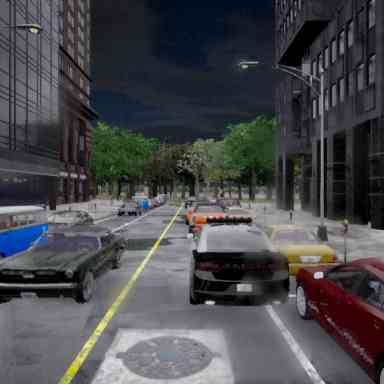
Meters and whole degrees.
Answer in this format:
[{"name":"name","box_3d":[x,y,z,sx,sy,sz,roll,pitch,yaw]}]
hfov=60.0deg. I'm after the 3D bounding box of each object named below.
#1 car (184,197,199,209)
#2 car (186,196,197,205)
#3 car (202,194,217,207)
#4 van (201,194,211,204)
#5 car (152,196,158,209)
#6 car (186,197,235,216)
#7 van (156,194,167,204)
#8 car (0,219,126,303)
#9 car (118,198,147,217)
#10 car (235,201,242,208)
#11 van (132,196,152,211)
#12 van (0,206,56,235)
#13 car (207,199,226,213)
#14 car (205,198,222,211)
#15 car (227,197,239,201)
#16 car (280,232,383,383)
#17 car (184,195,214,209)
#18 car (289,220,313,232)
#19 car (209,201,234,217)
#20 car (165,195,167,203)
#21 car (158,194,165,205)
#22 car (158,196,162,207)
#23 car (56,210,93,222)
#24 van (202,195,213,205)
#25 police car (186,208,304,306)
[{"name":"car","box_3d":[-0.040,1.515,45.791,1.837,1.490,4.892,0,0,1]},{"name":"car","box_3d":[-0.067,1.523,59.356,1.837,1.490,4.892,0,0,0]},{"name":"car","box_3d":[2.701,1.329,53.370,2.192,1.841,5.009,0,0,0]},{"name":"van","box_3d":[2.689,1.362,64.245,1.690,1.788,3.998,0,0,0]},{"name":"car","box_3d":[-5.812,1.534,42.315,1.752,1.417,4.829,0,0,0]},{"name":"car","box_3d":[0.879,1.353,18.105,2.097,1.767,4.553,0,0,0]},{"name":"van","box_3d":[-5.836,1.362,64.236,1.690,1.788,3.998,0,0,0]},{"name":"car","box_3d":[-3.010,1.601,8.338,1.895,1.301,4.718,0,0,0]},{"name":"car","box_3d":[-5.799,1.570,31.610,1.947,1.339,4.313,0,0,0]},{"name":"car","box_3d":[2.738,1.527,20.914,1.752,1.417,4.829,0,0,0]},{"name":"van","box_3d":[-5.806,1.347,37.048,1.690,1.788,3.998,0,0,0]},{"name":"van","box_3d":[-5.775,1.341,9.860,1.690,1.788,3.998,0,0,0]},{"name":"car","box_3d":[2.719,1.532,37.227,1.752,1.417,4.829,0,0,0]},{"name":"car","box_3d":[2.713,1.553,42.495,1.887,1.381,4.507,0,0,0]},{"name":"car","box_3d":[2.731,1.318,26.182,2.192,1.841,5.009,0,0,0]},{"name":"car","box_3d":[2.756,1.545,4.432,1.887,1.381,4.507,0,0,0]},{"name":"car","box_3d":[0.688,1.354,24.132,2.097,1.767,4.553,0,0,2]},{"name":"car","box_3d":[2.750,1.526,10.039,1.752,1.417,4.829,0,0,0]},{"name":"car","box_3d":[2.726,1.555,31.619,2.008,1.369,4.403,0,0,0]},{"name":"car","box_3d":[-5.830,1.458,58.798,1.967,1.590,4.097,0,0,0]},{"name":"car","box_3d":[-5.824,1.539,53.191,1.752,1.417,4.829,0,0,0]},{"name":"car","box_3d":[-5.818,1.577,47.923,1.947,1.339,4.313,0,0,0]},{"name":"car","box_3d":[-5.781,1.552,15.297,2.008,1.369,4.403,0,0,0]},{"name":"van","box_3d":[2.695,1.359,58.807,1.690,1.788,3.998,0,0,0]},{"name":"police car","box_3d":[0.890,1.426,8.244,1.930,1.638,5.238,0,0,0]}]
